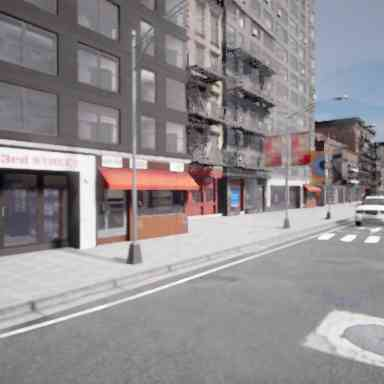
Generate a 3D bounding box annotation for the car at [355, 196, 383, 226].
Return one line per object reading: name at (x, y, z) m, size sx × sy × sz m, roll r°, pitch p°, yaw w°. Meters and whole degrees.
car at (13.233, 1.303, 23.627) m, size 2.150 × 2.045 × 5.566 m, roll 0°, pitch 0°, yaw 38°
